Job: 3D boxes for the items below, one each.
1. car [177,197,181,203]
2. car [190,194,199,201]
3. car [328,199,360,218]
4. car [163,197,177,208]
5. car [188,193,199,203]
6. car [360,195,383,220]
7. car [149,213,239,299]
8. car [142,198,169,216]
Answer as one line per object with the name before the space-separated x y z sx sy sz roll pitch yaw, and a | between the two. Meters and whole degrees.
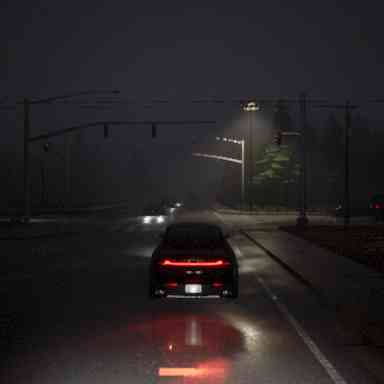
car | -3.376 1.596 67.575 1.895 1.301 4.718 0 0 1
car | 0.580 1.349 80.886 2.097 1.767 4.553 0 0 2
car | 14.590 1.377 29.596 4.553 1.767 2.097 0 0 1
car | -3.585 1.501 48.153 1.837 1.490 4.892 0 0 0
car | 0.306 1.219 70.494 2.150 2.045 5.566 0 0 2
car | 16.558 1.246 25.803 5.566 2.045 2.150 0 0 0
car | 0.049 1.500 8.461 1.837 1.490 4.892 0 0 1
car | -3.596 1.575 32.372 1.994 1.385 4.181 0 0 0
